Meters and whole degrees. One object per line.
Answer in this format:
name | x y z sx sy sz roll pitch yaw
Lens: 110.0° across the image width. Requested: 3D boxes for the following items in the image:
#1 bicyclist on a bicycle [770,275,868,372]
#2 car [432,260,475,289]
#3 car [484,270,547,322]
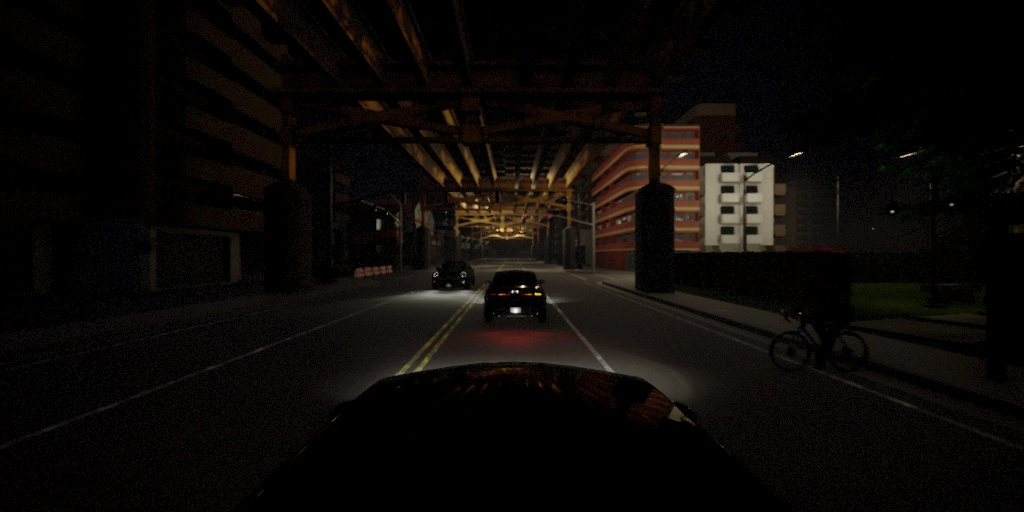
bicyclist on a bicycle | 5.156 1.148 6.021 1.656 1.620 0.582 0 0 0
car | -3.505 1.038 22.141 2.097 1.767 4.553 0 0 0
car | 0.099 1.223 12.135 1.837 1.490 4.892 0 0 0
